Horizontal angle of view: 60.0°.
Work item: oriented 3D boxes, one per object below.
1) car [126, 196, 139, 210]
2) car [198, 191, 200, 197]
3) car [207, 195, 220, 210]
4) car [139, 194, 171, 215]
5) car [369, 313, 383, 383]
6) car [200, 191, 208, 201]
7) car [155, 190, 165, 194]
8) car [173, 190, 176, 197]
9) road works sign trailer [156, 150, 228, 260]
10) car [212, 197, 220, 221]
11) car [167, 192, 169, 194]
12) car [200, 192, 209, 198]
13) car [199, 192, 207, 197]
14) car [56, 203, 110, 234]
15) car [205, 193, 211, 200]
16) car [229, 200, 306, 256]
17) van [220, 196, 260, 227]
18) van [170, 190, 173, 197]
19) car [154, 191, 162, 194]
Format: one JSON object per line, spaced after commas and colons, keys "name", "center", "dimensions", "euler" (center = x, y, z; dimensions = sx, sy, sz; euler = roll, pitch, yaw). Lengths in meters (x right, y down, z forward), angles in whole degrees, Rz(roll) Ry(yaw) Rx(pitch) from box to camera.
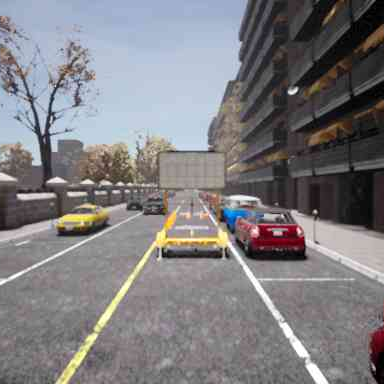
{"name": "car", "center": [-5.685, 1.140, 34.874], "dimensions": [1.947, 1.339, 4.313], "euler": [0, 1, 0]}
{"name": "car", "center": [2.699, 0.640, 68.649], "dimensions": [1.967, 1.590, 4.097], "euler": [0, 1, 0]}
{"name": "car", "center": [2.695, 1.194, 29.242], "dimensions": [2.008, 1.369, 4.403], "euler": [0, 1, 0]}
{"name": "car", "center": [-3.094, 1.153, 28.781], "dimensions": [1.837, 1.490, 4.892], "euler": [0, 1, 0]}
{"name": "car", "center": [2.692, 1.300, 1.089], "dimensions": [2.192, 1.841, 5.009], "euler": [0, 1, 0]}
{"name": "car", "center": [2.697, 0.902, 57.390], "dimensions": [1.802, 1.307, 4.206], "euler": [0, 1, 0]}
{"name": "car", "center": [-5.683, 0.819, 51.758], "dimensions": [1.967, 1.590, 4.097], "euler": [0, 1, 0]}
{"name": "car", "center": [-5.680, 0.586, 85.542], "dimensions": [1.947, 1.339, 4.313], "euler": [0, 1, 0]}
{"name": "road works sign trailer", "center": [0.002, 0.319, 11.789], "dimensions": [2.380, 3.560, 2.880], "euler": [0, 1, 0]}
{"name": "car", "center": [2.694, 1.278, 23.612], "dimensions": [1.947, 1.339, 4.313], "euler": [0, 1, 0]}
{"name": "car", "center": [-5.683, 0.634, 57.388], "dimensions": [2.192, 1.841, 5.009], "euler": [0, 1, 0]}
{"name": "car", "center": [2.699, 0.722, 74.281], "dimensions": [1.802, 1.307, 4.206], "euler": [0, 1, 0]}
{"name": "car", "center": [2.700, 0.587, 85.541], "dimensions": [1.947, 1.339, 4.313], "euler": [0, 1, 0]}
{"name": "car", "center": [-5.687, 1.306, 17.813], "dimensions": [1.752, 1.417, 4.829], "euler": [0, 1, 0]}
{"name": "car", "center": [2.696, 1.120, 34.872], "dimensions": [1.887, 1.381, 4.507], "euler": [0, 1, 0]}
{"name": "car", "center": [2.693, 1.288, 12.350], "dimensions": [1.967, 1.590, 4.097], "euler": [0, 1, 0]}
{"name": "van", "center": [2.694, 1.121, 17.979], "dimensions": [1.690, 1.788, 3.998], "euler": [0, 1, 0]}
{"name": "van", "center": [-5.681, 0.480, 74.279], "dimensions": [1.690, 1.788, 3.998], "euler": [0, 1, 0]}
{"name": "car", "center": [-5.684, 0.985, 46.132], "dimensions": [1.887, 1.381, 4.507], "euler": [0, 1, 0]}
